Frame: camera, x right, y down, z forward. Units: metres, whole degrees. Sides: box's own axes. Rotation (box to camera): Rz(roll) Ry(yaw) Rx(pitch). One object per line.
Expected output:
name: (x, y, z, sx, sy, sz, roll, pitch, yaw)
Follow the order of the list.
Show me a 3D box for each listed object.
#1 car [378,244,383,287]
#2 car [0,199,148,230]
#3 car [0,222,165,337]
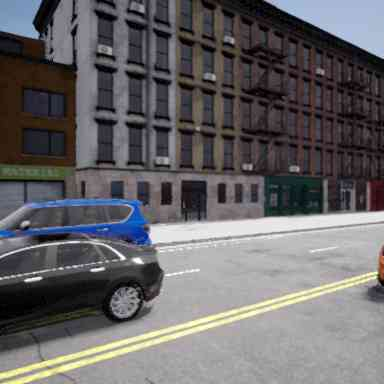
car: (6.534, 1.391, 8.080, 4.553, 1.767, 2.097, 0, 0, -35)
car: (-3.775, 1.228, 8.978, 5.566, 2.045, 2.150, 0, 0, -35)
car: (-2.813, 1.508, 5.672, 4.892, 1.490, 1.837, 0, 0, -35)
